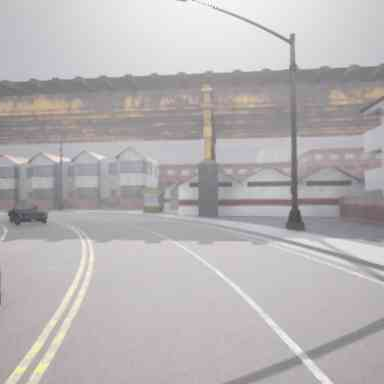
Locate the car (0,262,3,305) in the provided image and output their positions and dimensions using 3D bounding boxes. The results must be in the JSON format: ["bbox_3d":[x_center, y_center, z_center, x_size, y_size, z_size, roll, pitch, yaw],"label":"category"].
[{"bbox_3d":[-4.134,1.518,4.361,1.812,1.442,4.674,0,1,-9],"label":"car"}]

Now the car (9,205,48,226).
[{"bbox_3d":[-11.336,1.545,22.971,1.895,1.301,4.718,0,-1,-35],"label":"car"}]
